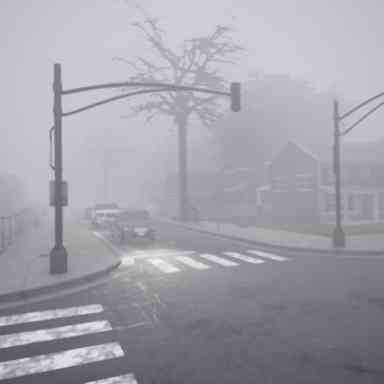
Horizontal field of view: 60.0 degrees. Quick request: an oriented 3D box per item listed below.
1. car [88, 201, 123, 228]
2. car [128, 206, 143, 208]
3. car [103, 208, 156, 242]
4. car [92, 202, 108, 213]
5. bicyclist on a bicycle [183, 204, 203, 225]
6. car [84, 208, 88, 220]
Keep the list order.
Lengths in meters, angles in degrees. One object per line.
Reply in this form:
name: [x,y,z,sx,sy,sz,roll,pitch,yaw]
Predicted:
car: [-7.204,1.824,28.073,2.150,2.045,5.566,0,-1,-22]
car: [-5.492,2.117,31.673,1.882,1.535,5.008,0,-1,-22]
car: [-3.453,1.879,18.900,2.128,1.511,4.902,0,-1,-22]
car: [-15.689,2.577,56.593,2.097,1.767,4.553,0,-1,-22]
bicyclist on a bicycle: [0.082,1.753,25.724,1.656,1.620,0.582,-1,-1,-22]
car: [-11.207,2.381,37.885,2.033,1.411,5.357,0,-1,-22]
